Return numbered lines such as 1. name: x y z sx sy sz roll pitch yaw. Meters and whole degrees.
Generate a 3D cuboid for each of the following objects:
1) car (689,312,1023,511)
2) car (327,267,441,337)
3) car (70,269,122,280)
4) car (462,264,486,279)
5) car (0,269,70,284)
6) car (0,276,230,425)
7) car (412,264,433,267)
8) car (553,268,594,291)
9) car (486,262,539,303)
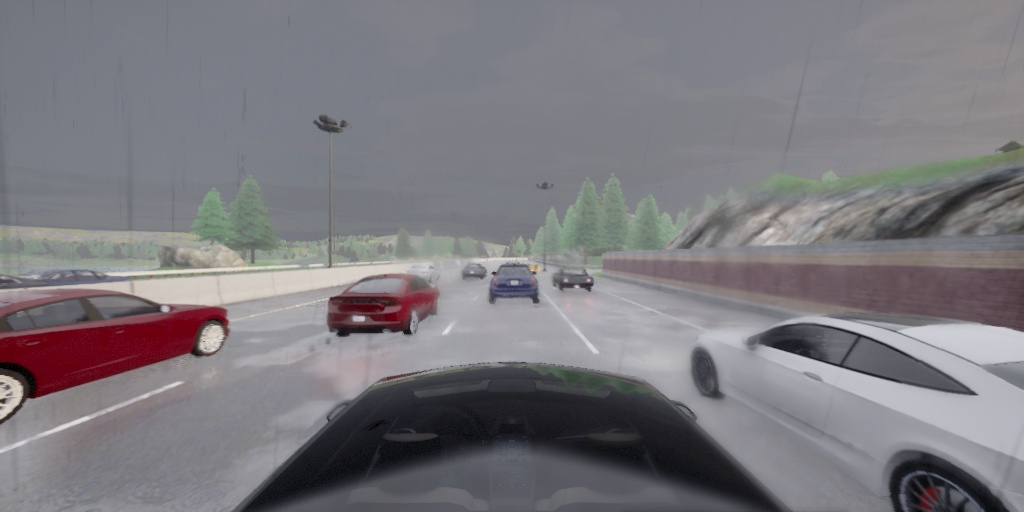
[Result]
1. car: 3.602 1.279 3.528 1.812 1.442 4.674 0 0 0
2. car: -3.400 1.247 10.446 1.882 1.535 5.008 0 0 0
3. car: -21.019 1.332 16.561 2.033 1.411 5.357 0 0 1
4. car: -3.398 1.383 33.040 1.994 1.385 4.181 0 0 0
5. car: -17.566 1.264 10.854 2.128 1.511 4.902 0 0 0
6. car: -6.899 1.236 5.528 1.882 1.535 5.008 0 0 0
7. car: -6.897 1.333 27.870 1.812 1.442 4.674 0 0 0
8. car: 3.601 1.395 21.980 1.895 1.301 4.718 0 0 0
9. car: 0.100 1.135 16.904 2.097 1.767 4.553 0 0 0
